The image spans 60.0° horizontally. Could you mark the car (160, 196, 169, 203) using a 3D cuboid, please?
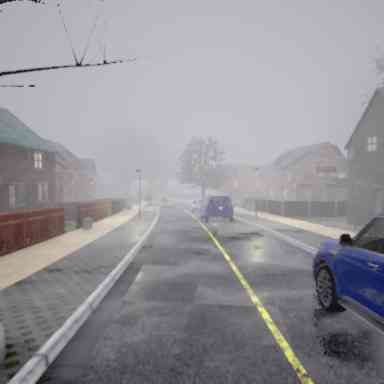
[{"bbox_3d":[-6.542,1.817,78.513,1.837,1.490,4.892,0,-1,-7],"label":"car"}]

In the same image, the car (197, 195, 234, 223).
[{"bbox_3d":[1.892,1.238,26.250,2.150,2.045,5.566,0,0,-3],"label":"car"}]

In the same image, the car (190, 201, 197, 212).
[{"bbox_3d":[0.815,1.656,39.239,1.895,1.301,4.718,0,0,-6],"label":"car"}]

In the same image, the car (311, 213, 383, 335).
[{"bbox_3d":[3.556,1.224,4.519,2.150,2.045,5.566,0,0,-1],"label":"car"}]
